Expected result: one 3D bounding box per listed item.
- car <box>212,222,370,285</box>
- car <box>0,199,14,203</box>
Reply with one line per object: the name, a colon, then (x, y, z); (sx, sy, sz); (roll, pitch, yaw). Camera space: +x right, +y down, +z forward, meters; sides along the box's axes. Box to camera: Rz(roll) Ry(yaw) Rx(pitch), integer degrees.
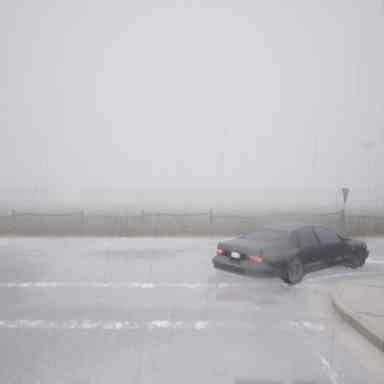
car: (3.080, 1.608, 9.707); (5.357, 1.411, 2.033); (0, -1, -37)
car: (-28.531, 1.721, 49.704); (2.128, 1.511, 4.902); (0, 0, 1)
